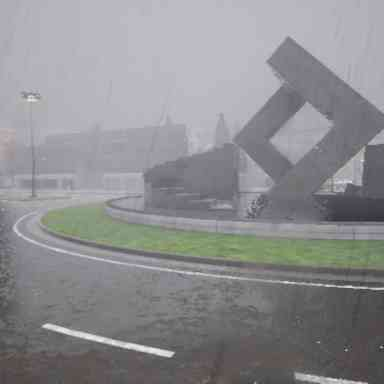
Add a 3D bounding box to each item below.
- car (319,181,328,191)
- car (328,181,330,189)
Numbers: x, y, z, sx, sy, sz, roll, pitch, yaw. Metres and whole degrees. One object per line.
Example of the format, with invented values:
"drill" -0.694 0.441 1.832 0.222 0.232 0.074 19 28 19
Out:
"car" 21.701 -0.846 57.715 1.895 1.301 4.718 1 3 33
"car" 28.101 -1.645 70.426 2.097 1.767 4.553 1 3 25
